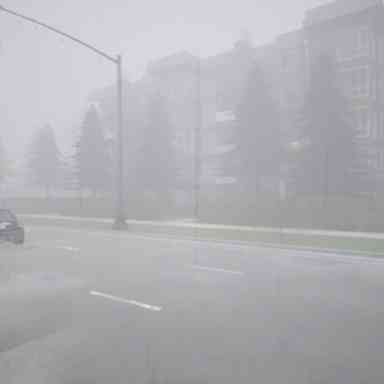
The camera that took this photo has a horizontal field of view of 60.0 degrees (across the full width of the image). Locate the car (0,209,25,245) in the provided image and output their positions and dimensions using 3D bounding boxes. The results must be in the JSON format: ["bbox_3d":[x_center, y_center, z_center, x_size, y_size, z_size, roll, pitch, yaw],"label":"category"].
[{"bbox_3d":[-9.681,1.524,15.188,4.553,1.767,2.097,-1,0,35],"label":"car"}]
